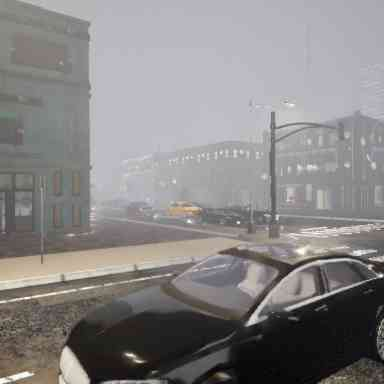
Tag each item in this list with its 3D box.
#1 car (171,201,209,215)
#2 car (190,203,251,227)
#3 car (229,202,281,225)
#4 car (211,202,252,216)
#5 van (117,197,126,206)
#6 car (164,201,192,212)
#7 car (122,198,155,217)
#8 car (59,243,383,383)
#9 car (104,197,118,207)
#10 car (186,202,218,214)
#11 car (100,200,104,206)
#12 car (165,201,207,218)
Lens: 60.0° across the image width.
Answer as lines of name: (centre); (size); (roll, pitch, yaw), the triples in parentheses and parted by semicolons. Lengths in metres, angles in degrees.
car: (-0.327, 1.826, 39.113); (2.128, 1.511, 4.902); (-1, 0, -34)
car: (2.046, 1.814, 25.251); (1.947, 1.339, 4.313); (-1, 0, -35)
car: (4.787, 1.702, 26.084); (2.128, 1.511, 4.902); (-1, 0, -33)
car: (4.311, 1.809, 36.945); (2.008, 1.369, 4.403); (-2, 0, -35)
van: (-11.400, 1.906, 59.732); (1.690, 1.788, 3.998); (-1, 0, -35)
car: (-1.970, 1.965, 46.060); (1.802, 1.307, 4.206); (-1, 0, -35)
car: (-5.732, 1.846, 36.745); (1.967, 1.590, 4.097); (-1, 0, -35)
car: (0.916, 1.492, 4.285); (4.902, 1.511, 2.128); (0, 0, -35)
car: (-14.542, 1.939, 64.289); (2.192, 1.841, 5.009); (-1, 0, -35)
car: (1.170, 1.903, 41.503); (1.802, 1.307, 4.206); (-1, 0, -35)
car: (-17.677, 2.227, 68.847); (1.887, 1.381, 4.507); (-1, 0, -35)
car: (-0.898, 1.803, 34.314); (1.882, 1.535, 5.008); (-1, 0, -34)
